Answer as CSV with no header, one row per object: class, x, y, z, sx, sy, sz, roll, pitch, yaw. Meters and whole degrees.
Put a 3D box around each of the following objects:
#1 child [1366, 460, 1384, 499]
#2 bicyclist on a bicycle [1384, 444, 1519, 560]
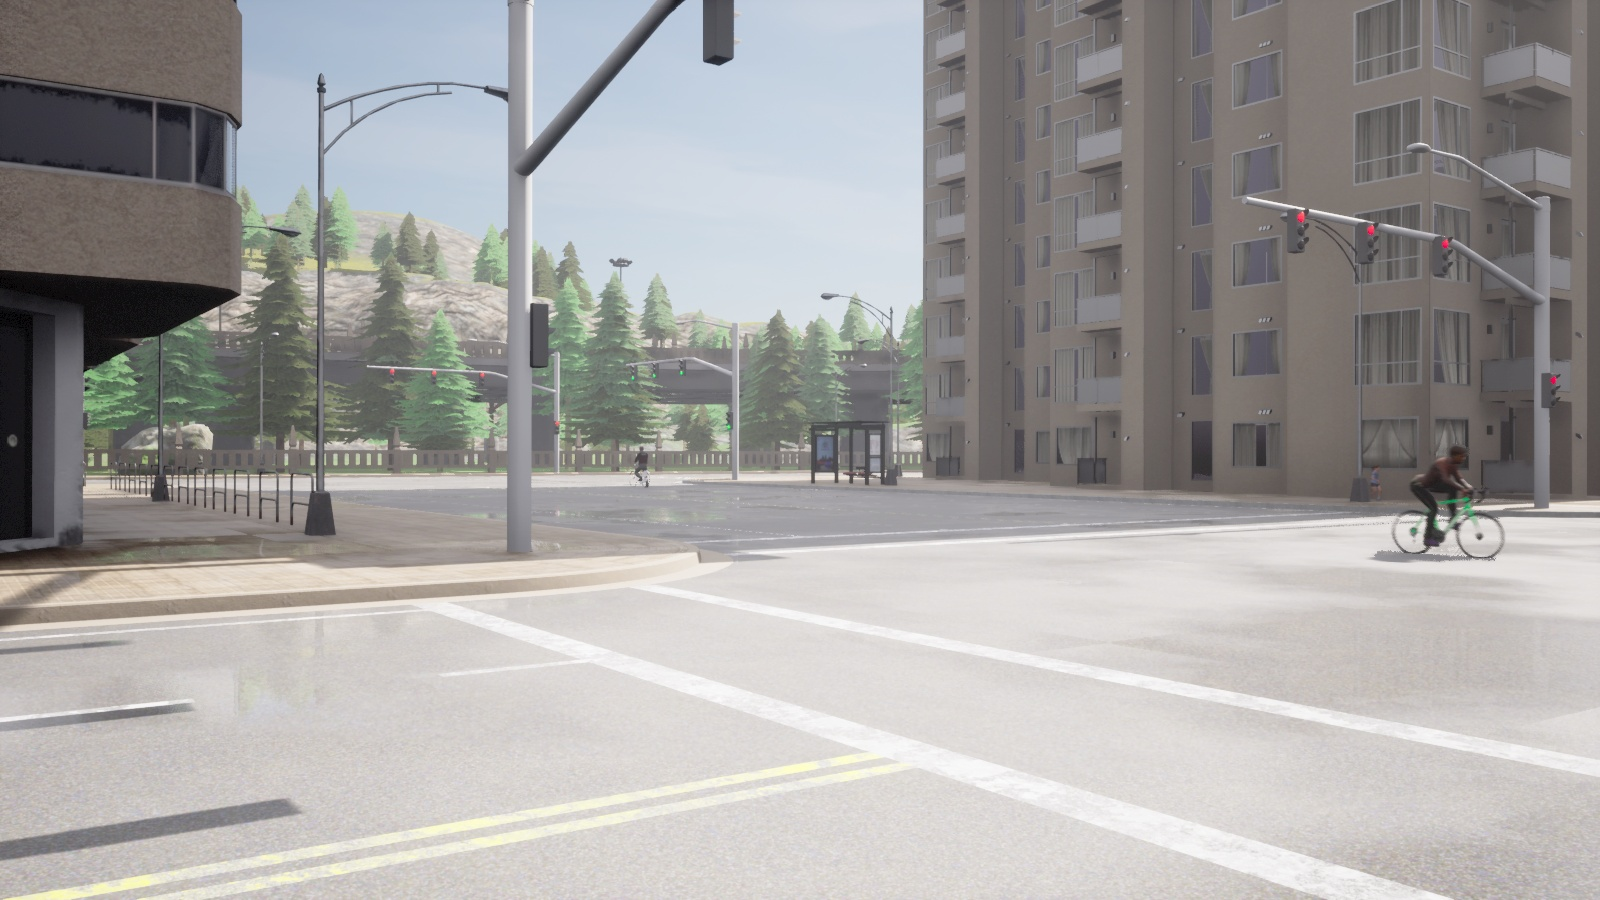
child,16.534,0.837,36.121,0.255,1.110,0.394,0,0,-36
bicyclist on a bicycle,9.454,0.722,18.279,0.582,1.620,1.656,0,0,-35
